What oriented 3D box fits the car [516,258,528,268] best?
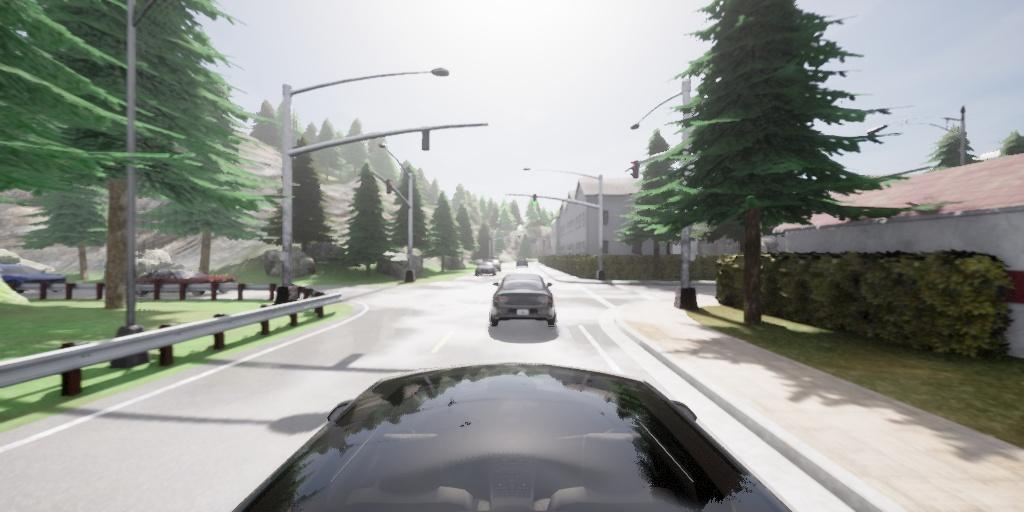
[{"bbox_3d":[1.787,1.103,63.117,2.097,1.767,4.553,0,0,2],"label":"car"}]

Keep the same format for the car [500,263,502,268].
[{"bbox_3d":[-2.350,1.238,47.155,2.128,1.511,4.902,0,0,2],"label":"car"}]

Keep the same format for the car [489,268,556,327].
[{"bbox_3d":[0.343,1.276,11.494,1.812,1.442,4.674,0,0,2],"label":"car"}]

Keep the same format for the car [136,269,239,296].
[{"bbox_3d":[-17.237,1.345,18.821,4.718,1.301,1.895,0,0,1],"label":"car"}]

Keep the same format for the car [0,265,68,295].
[{"bbox_3d":[-26.704,1.211,19.010,5.008,1.535,1.882,0,0,1],"label":"car"}]

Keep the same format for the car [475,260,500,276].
[{"bbox_3d":[-2.644,1.310,37.105,1.994,1.385,4.181,0,0,2],"label":"car"}]
